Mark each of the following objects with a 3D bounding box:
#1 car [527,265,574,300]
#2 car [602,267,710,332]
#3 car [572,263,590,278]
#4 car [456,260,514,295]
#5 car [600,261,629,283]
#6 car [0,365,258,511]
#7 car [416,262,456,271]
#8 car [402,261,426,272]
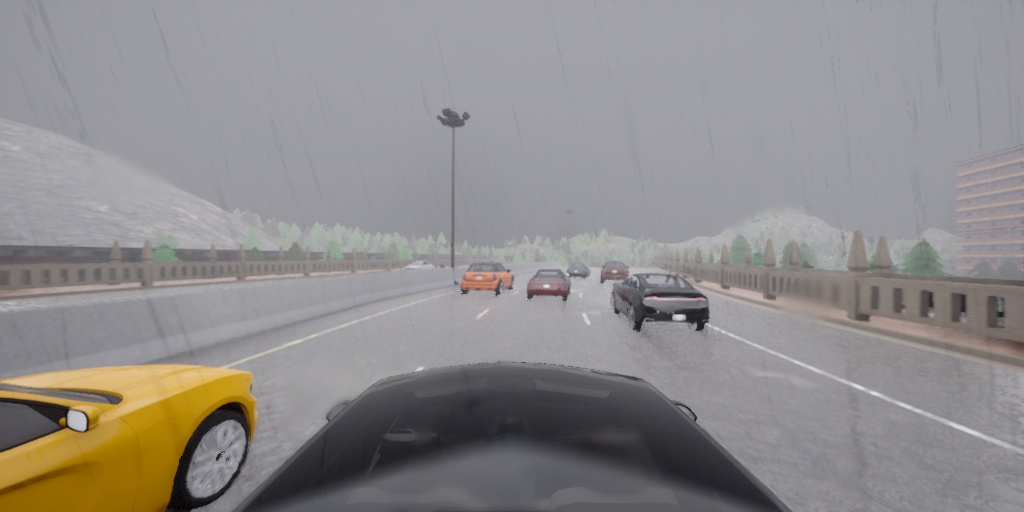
[{"bbox_3d":[1.974,1.354,18.365,1.994,1.385,4.181,0,0,11],"label":"car"},{"bbox_3d":[4.310,1.278,11.093,2.128,1.511,4.902,0,0,6],"label":"car"},{"bbox_3d":[6.507,1.406,35.160,1.994,1.385,4.181,0,0,17],"label":"car"},{"bbox_3d":[-1.230,1.131,20.118,2.097,1.767,4.553,0,0,11],"label":"car"},{"bbox_3d":[8.223,1.189,28.680,2.097,1.767,4.553,0,0,16],"label":"car"},{"bbox_3d":[-3.293,1.212,1.300,1.882,1.535,5.008,0,0,0],"label":"car"},{"bbox_3d":[-5.945,1.380,31.015,1.895,1.301,4.718,0,0,17],"label":"car"},{"bbox_3d":[-10.421,1.303,40.349,1.812,1.442,4.674,0,0,17],"label":"car"}]
